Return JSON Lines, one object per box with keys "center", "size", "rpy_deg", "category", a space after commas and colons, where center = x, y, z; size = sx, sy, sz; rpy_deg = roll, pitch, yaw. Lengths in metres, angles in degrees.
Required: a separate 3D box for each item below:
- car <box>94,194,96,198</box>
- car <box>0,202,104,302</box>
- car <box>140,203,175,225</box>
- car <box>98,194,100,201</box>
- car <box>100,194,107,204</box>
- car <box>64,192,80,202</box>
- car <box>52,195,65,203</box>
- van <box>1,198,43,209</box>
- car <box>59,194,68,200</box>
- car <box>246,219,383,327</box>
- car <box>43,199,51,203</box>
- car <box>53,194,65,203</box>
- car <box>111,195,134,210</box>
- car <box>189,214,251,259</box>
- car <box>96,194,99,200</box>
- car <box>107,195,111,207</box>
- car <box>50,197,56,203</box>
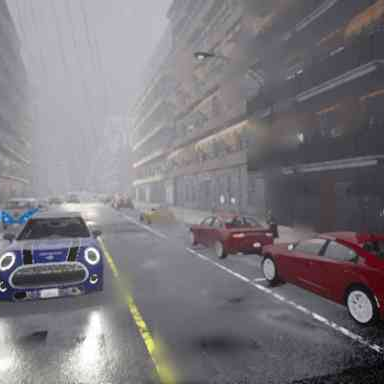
{"center": [-19.218, 1.244, 71.213], "size": [2.008, 1.369, 4.403], "rpy_deg": [1, 0, -19], "category": "car"}
{"center": [-3.441, 1.324, 8.435], "size": [2.097, 1.767, 4.553], "rpy_deg": [0, 0, -19], "category": "car"}
{"center": [-2.522, 1.421, 23.165], "size": [1.752, 1.417, 4.829], "rpy_deg": [1, 0, -19], "category": "car"}
{"center": [-15.495, 1.286, 60.500], "size": [1.887, 1.381, 4.507], "rpy_deg": [1, 0, -19], "category": "car"}
{"center": [-13.633, 1.205, 55.143], "size": [1.967, 1.590, 4.097], "rpy_deg": [1, 0, -19], "category": "car"}
{"center": [-20.157, 1.132, 56.543], "size": [2.097, 1.767, 4.553], "rpy_deg": [0, 0, -19], "category": "car"}
{"center": [-25.294, 1.313, 63.168], "size": [2.008, 1.369, 4.403], "rpy_deg": [1, 0, -19], "category": "car"}
{"center": [-10.400, 1.281, 20.311], "size": [1.690, 1.788, 3.998], "rpy_deg": [1, 0, -19], "category": "van"}
{"center": [-32.739, 1.214, 84.595], "size": [2.008, 1.369, 4.403], "rpy_deg": [1, 0, -19], "category": "car"}
{"center": [3.118, 1.498, 6.934], "size": [1.887, 1.381, 4.507], "rpy_deg": [1, 0, -19], "category": "car"}
{"center": [-12.263, 1.464, 25.668], "size": [1.887, 1.381, 4.507], "rpy_deg": [1, 0, -19], "category": "car"}
{"center": [-21.571, 1.375, 52.455], "size": [1.947, 1.339, 4.313], "rpy_deg": [1, 0, -19], "category": "car"}
{"center": [-8.049, 1.273, 39.074], "size": [1.967, 1.590, 4.097], "rpy_deg": [1, 0, -19], "category": "car"}
{"center": [1.256, 1.479, 12.291], "size": [1.887, 1.381, 4.507], "rpy_deg": [1, 0, -19], "category": "car"}
{"center": [-17.356, 1.268, 65.857], "size": [2.008, 1.369, 4.403], "rpy_deg": [1, 0, -19], "category": "car"}
{"center": [-9.911, 1.392, 44.433], "size": [1.802, 1.307, 4.206], "rpy_deg": [1, 0, -19], "category": "car"}
{"center": [-14.125, 1.449, 31.026], "size": [2.008, 1.369, 4.403], "rpy_deg": [1, 0, -19], "category": "car"}
